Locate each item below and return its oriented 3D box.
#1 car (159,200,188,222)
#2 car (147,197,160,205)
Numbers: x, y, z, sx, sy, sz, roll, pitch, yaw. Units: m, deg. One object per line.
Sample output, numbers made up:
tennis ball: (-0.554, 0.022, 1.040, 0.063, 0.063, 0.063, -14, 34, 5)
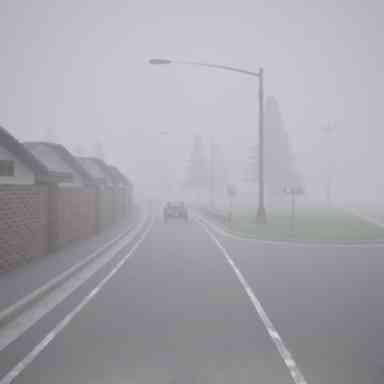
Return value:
car: (-1.378, 1.500, 26.906, 2.128, 1.511, 4.902, 0, 0, -5)
car: (-6.537, 1.587, 57.508, 1.994, 1.385, 4.181, 0, 0, -14)
